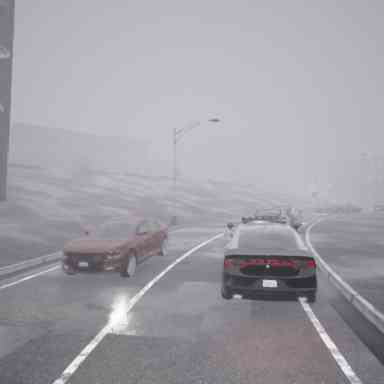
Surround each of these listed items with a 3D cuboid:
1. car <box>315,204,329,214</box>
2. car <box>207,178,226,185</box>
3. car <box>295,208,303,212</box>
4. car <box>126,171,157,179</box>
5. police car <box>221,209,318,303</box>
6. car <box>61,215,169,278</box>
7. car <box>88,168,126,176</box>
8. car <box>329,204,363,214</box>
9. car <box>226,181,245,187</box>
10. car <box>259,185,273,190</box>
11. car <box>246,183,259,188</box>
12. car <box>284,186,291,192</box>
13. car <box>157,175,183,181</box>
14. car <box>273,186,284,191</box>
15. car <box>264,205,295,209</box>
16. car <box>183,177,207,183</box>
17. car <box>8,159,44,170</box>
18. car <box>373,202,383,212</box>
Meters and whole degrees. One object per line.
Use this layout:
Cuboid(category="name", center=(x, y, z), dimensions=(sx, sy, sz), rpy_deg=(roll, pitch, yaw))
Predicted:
Cuboid(category="car", center=(18.720, 2.337, 45.998), dimensions=(4.181, 1.385, 1.994), rpy_deg=(1, -4, -40))
Cuboid(category="car", center=(3.778, -1.820, 63.869), dimensions=(4.553, 1.767, 2.185), rpy_deg=(4, -6, -42))
Cuboid(category="car", center=(6.401, 1.680, 22.942), dimensions=(1.837, 1.490, 4.892), rpy_deg=(-2, -1, 25))
Cuboid(category="car", center=(-8.688, -2.483, 52.899), dimensions=(4.892, 1.521, 2.231), rpy_deg=(3, -5, -39))
Cuboid(category="police car", center=(1.839, 1.452, 8.516), dimensions=(1.930, 1.638, 5.238), rpy_deg=(-1, 0, 10))
Cuboid(category="car", center=(-2.195, 1.570, 10.799), dimensions=(1.882, 1.535, 5.008), rpy_deg=(-1, -1, 13))
Cuboid(category="car", center=(-12.972, -2.711, 49.425), dimensions=(4.892, 1.521, 2.231), rpy_deg=(3, -5, -39))
Cuboid(category="car", center=(19.699, 2.147, 42.053), dimensions=(4.718, 1.301, 1.895), rpy_deg=(1, -4, -40))
Cuboid(category="car", center=(7.900, -1.378, 67.825), dimensions=(4.792, 1.488, 2.163), rpy_deg=(4, -6, -44))
Cuboid(category="car", center=(15.544, -0.840, 75.634), dimensions=(2.231, 1.521, 4.892), rpy_deg=(-4, -6, 44))
Cuboid(category="car", center=(11.798, -1.086, 71.722), dimensions=(2.002, 1.452, 4.674), rpy_deg=(-4, -6, 45))
Cuboid(category="car", center=(23.054, -0.423, 83.998), dimensions=(2.435, 2.045, 5.566), rpy_deg=(-4, -6, 41))
Cuboid(category="car", center=(-4.448, -2.190, 56.466), dimensions=(4.674, 1.452, 2.002), rpy_deg=(3, -5, -40))
Cuboid(category="car", center=(19.345, -0.645, 79.792), dimensions=(2.185, 1.767, 4.553), rpy_deg=(-4, -6, 42))
Cuboid(category="car", center=(4.229, 1.613, 17.642), dimensions=(1.837, 1.490, 4.892), rpy_deg=(-1, -1, 19))
Cuboid(category="car", center=(-0.287, -1.965, 60.129), dimensions=(5.008, 1.535, 2.097), rpy_deg=(4, -5, -41))
Cuboid(category="car", center=(-21.474, -3.264, 42.560), dimensions=(4.553, 1.767, 2.185), rpy_deg=(3, -5, -39))
Cuboid(category="car", center=(28.558, 2.274, 49.318), dimensions=(4.674, 1.442, 1.812), rpy_deg=(1, -4, -38))
